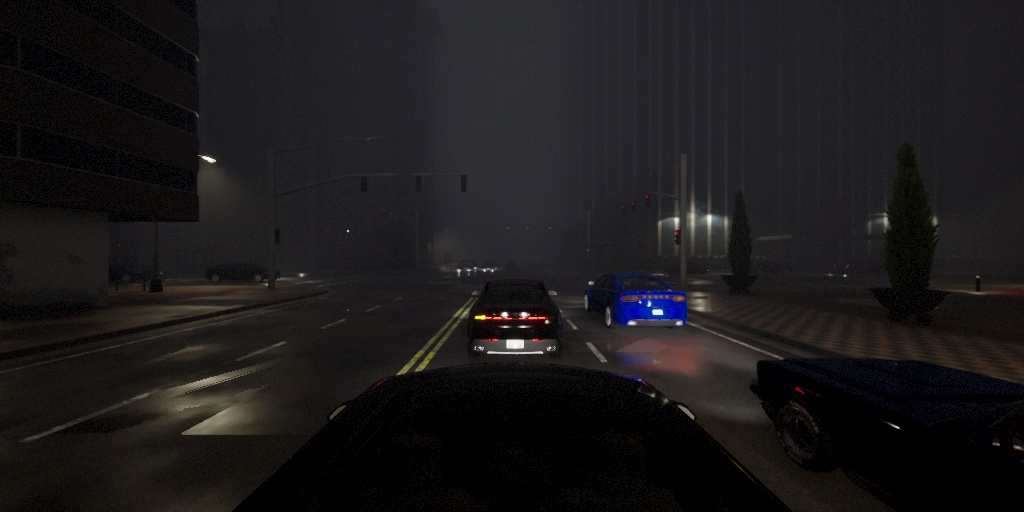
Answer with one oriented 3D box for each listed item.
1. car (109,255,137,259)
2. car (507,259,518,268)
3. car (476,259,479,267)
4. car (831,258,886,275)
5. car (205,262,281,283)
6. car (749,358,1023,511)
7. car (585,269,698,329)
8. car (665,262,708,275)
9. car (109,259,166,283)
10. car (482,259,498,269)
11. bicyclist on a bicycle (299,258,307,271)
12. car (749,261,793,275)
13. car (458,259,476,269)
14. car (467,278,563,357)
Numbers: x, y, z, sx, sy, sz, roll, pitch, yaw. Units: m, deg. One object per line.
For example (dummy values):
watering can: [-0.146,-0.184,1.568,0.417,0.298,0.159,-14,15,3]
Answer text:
car: [-42.699,0.963,37.911,5.566,2.045,2.150,0,0,1]
car: [0.075,1.284,62.139,2.033,1.411,5.357,0,0,0]
car: [-7.095,1.241,64.519,1.837,1.490,4.892,0,0,0]
car: [37.371,1.094,38.776,4.553,1.767,2.097,0,0,0]
car: [-20.513,1.222,27.477,5.008,1.535,1.882,0,0,-2]
car: [3.601,1.351,1.876,1.895,1.301,4.718,0,0,0]
car: [3.570,1.226,11.222,1.882,1.535,5.008,0,0,0]
car: [18.686,1.306,38.589,4.181,1.385,1.994,0,0,-1]
car: [-30.080,1.222,27.388,5.008,1.535,1.882,0,0,0]
car: [-3.620,1.302,57.134,1.994,1.385,4.181,0,0,0]
bicyclist on a bicycle: [-26.443,1.041,45.393,0.582,1.620,1.656,0,0,-1]
car: [27.538,1.247,38.683,4.892,1.490,1.837,0,0,-1]
car: [-7.119,1.264,55.262,1.812,1.442,4.674,0,0,0]
car: [0.058,1.253,8.532,1.837,1.490,4.892,0,0,0]
